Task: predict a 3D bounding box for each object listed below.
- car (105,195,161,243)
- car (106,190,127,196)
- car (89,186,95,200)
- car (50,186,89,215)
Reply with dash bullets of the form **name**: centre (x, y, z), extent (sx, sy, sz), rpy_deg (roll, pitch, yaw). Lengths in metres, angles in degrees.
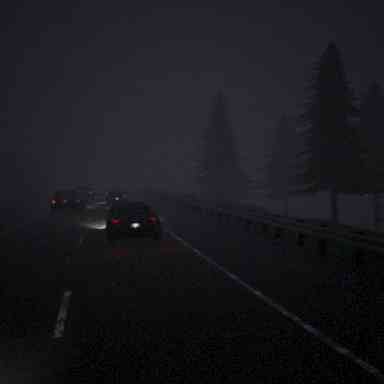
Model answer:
- **car**: centre (-2.508, 1.060, 13.482), extent (1.994, 1.385, 4.181), rpy_deg (-2, 2, -15)
- **car**: centre (-6.940, 0.480, 30.551), extent (1.994, 1.385, 4.181), rpy_deg (-2, 2, -14)
- **car**: centre (-12.774, 0.052, 39.717), extent (2.097, 1.767, 4.553), rpy_deg (-2, 2, -13)
- **car**: centre (-9.052, 0.575, 24.520), extent (2.097, 1.767, 4.553), rpy_deg (-2, 2, -14)
